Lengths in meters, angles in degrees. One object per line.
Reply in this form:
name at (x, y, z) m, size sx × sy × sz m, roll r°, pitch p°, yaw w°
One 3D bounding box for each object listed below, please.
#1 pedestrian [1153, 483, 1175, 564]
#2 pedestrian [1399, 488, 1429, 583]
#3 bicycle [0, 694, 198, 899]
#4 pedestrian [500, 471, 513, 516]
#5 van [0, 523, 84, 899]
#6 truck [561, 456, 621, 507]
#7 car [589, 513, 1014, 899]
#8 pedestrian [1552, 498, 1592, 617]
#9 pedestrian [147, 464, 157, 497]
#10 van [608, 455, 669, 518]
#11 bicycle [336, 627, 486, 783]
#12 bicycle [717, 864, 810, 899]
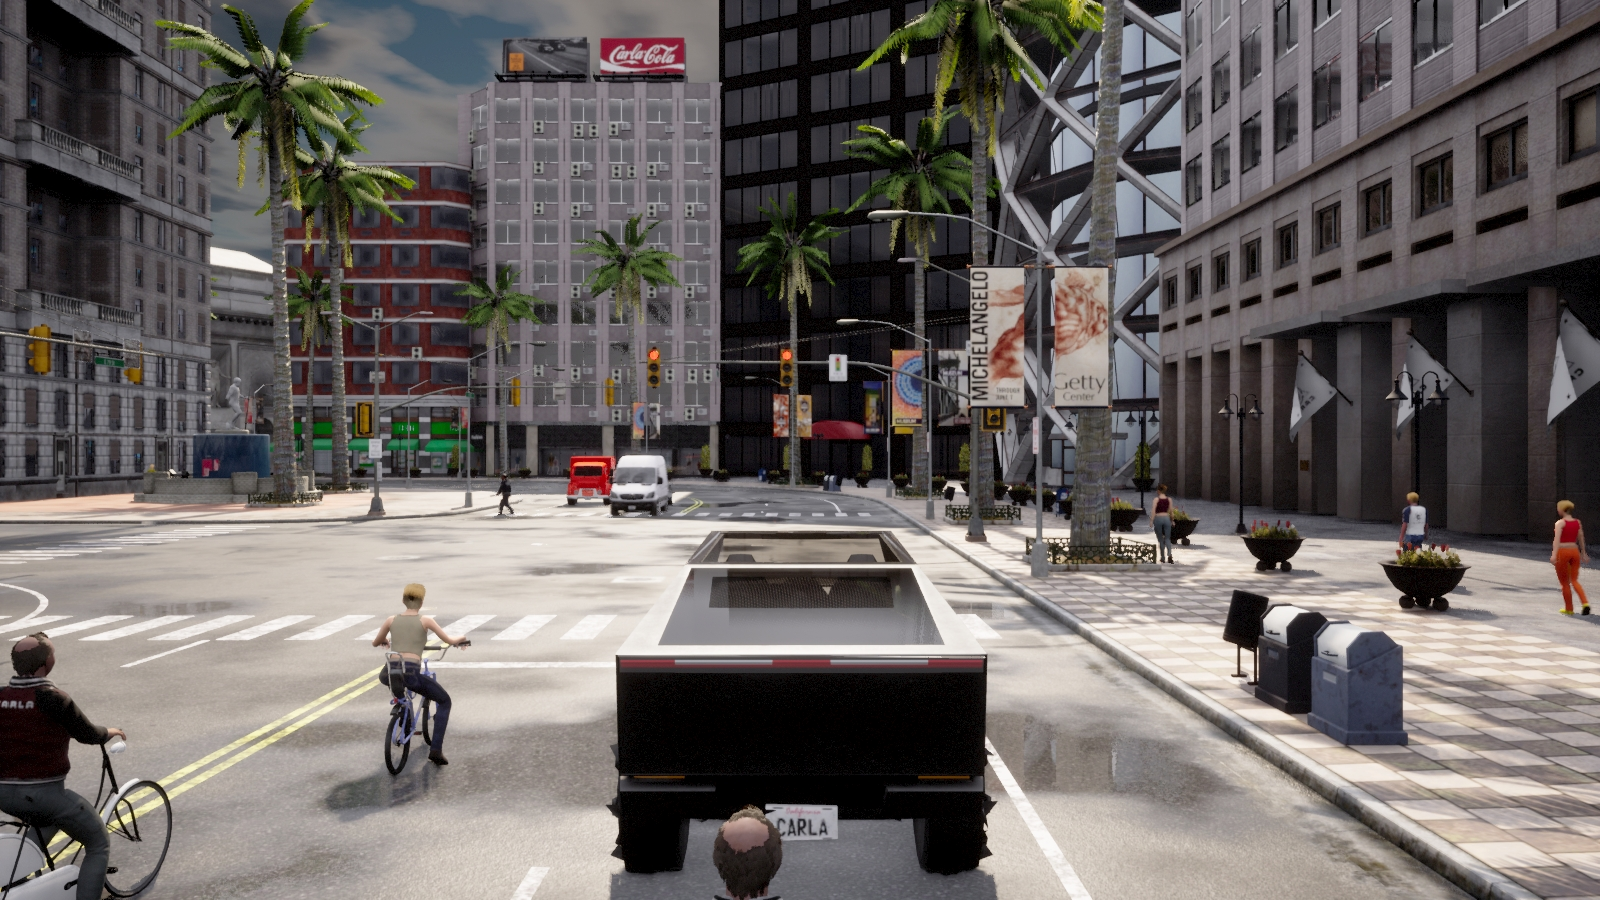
pedestrian at (8.450, 1.698, 26.524) m, size 0.375 × 1.860 × 0.375 m, roll 0°, pitch 0°, yaw -3°
pedestrian at (12.226, 1.701, 22.742) m, size 0.375 × 1.860 × 0.375 m, roll 0°, pitch 0°, yaw -6°
bicycle at (-4.243, 2.210, 6.662) m, size 0.329 × 1.171 × 1.835 m, roll 0°, pitch 0°, yaw 6°
pedestrian at (-12.513, 1.849, 48.682) m, size 0.375 × 1.860 × 0.375 m, roll 0°, pitch 0°, yaw 18°
van at (-3.501, 1.534, 1.043) m, size 1.988 × 2.561 × 5.915 m, roll 0°, pitch 0°, yaw 0°
truck at (-10.822, 1.564, 59.477) m, size 2.627 × 2.467 × 5.204 m, roll 0°, pitch 0°, yaw -5°
car at (0.011, 1.753, 9.550) m, size 2.390 × 2.098 × 6.274 m, roll 0°, pitch 0°, yaw 0°
pedestrian at (12.289, 1.704, 18.191) m, size 0.375 × 1.860 × 0.375 m, roll 0°, pitch 0°, yaw -6°
pedestrian at (-36.571, 1.696, 64.483) m, size 0.375 × 1.860 × 0.375 m, roll 0°, pitch 0°, yaw -18°
van at (-7.052, 1.535, 50.428) m, size 1.988 × 2.561 × 5.915 m, roll 0°, pitch 0°, yaw -1°
bicycle at (-3.473, 2.256, 10.347) m, size 0.859 × 1.080 × 1.487 m, roll 0°, pitch 0°, yaw 0°
bicycle at (-0.147, 2.210, 3.549) m, size 0.329 × 1.171 × 1.835 m, roll 0°, pitch 0°, yaw 1°
